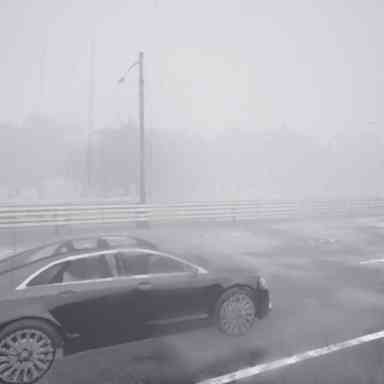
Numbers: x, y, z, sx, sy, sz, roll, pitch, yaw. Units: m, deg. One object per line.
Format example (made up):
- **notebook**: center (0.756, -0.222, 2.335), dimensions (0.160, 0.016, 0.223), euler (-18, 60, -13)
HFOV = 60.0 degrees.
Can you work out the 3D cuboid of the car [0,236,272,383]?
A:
- **car**: center (-1.028, 1.455, 5.191), dimensions (4.902, 1.511, 2.128), euler (-1, 1, -25)
